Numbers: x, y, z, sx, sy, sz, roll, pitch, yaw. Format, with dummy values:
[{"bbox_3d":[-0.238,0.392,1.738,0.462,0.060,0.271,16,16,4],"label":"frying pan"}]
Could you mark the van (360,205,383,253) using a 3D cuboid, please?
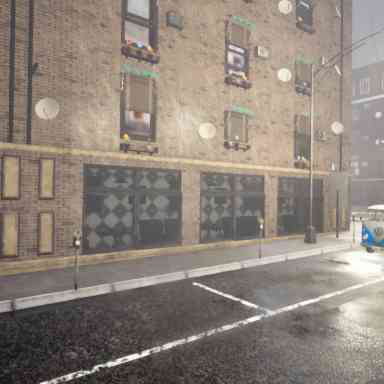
[{"bbox_3d":[7.819,1.345,12.229,3.998,1.788,1.690,0,1,-36],"label":"van"}]
